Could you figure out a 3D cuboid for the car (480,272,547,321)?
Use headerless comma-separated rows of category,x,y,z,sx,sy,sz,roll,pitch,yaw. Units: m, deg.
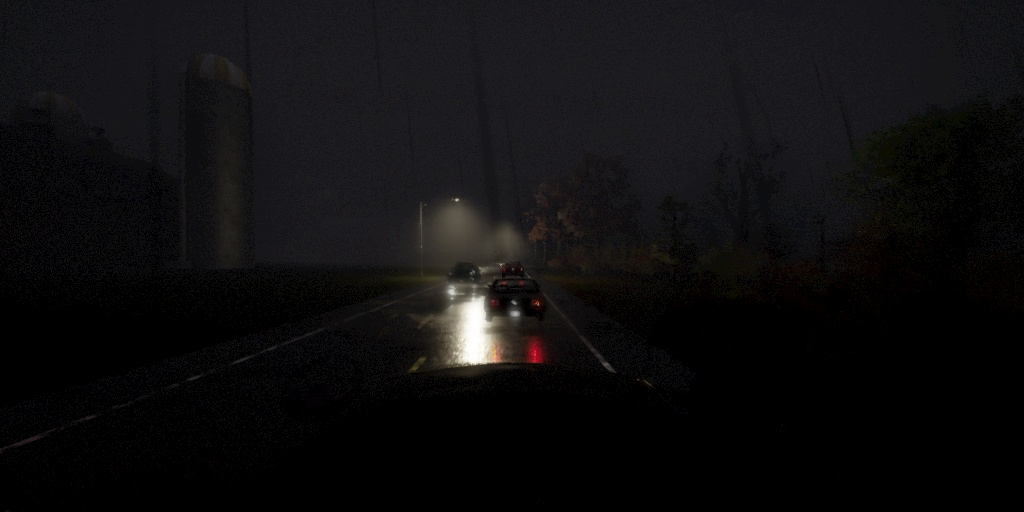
car,0.098,1.400,12.624,1.895,1.301,4.718,0,0,0

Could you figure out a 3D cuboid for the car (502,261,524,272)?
car,0.094,1.247,34.560,2.097,1.767,4.553,0,0,0

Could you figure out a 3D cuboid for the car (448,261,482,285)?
car,-3.564,1.216,27.683,2.097,1.767,4.553,0,0,0
